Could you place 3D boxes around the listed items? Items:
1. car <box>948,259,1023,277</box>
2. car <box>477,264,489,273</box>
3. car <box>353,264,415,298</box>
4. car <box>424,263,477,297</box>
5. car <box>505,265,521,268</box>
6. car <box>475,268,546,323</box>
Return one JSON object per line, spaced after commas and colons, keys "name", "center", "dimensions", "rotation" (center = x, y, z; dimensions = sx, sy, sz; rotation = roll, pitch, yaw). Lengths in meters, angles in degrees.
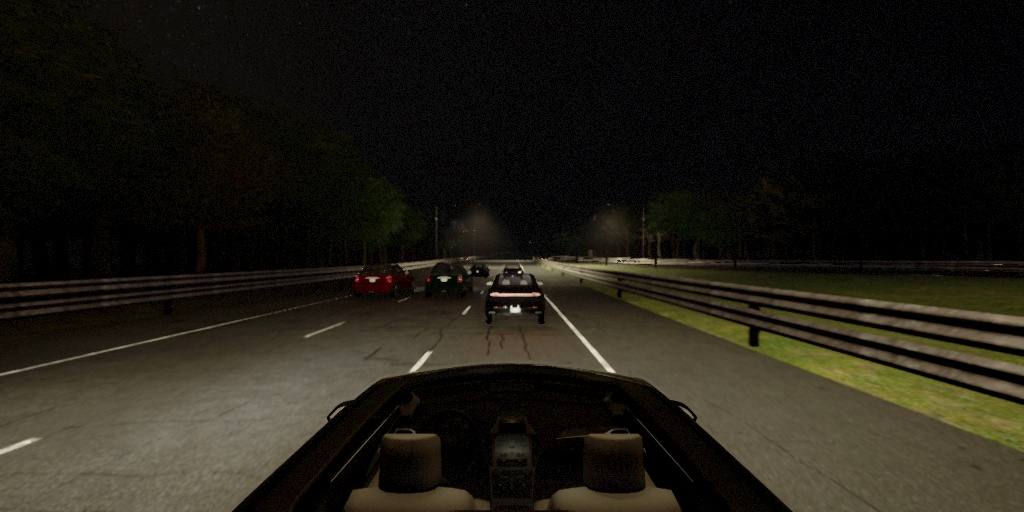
{"name": "car", "center": [41.498, 1.025, 31.020], "dimensions": [4.792, 1.488, 2.163], "rotation": [0, 0, 40]}
{"name": "car", "center": [-3.403, 1.492, 37.379], "dimensions": [1.994, 1.385, 4.181], "rotation": [0, 0, 0]}
{"name": "car", "center": [-6.902, 1.243, 19.847], "dimensions": [2.097, 1.767, 4.553], "rotation": [0, 0, 0]}
{"name": "car", "center": [-3.402, 1.245, 20.109], "dimensions": [2.097, 1.767, 4.553], "rotation": [0, 0, 0]}
{"name": "car", "center": [0.097, 1.534, 35.223], "dimensions": [1.895, 1.301, 4.718], "rotation": [0, 0, 0]}
{"name": "car", "center": [0.097, 1.327, 12.489], "dimensions": [2.128, 1.511, 4.902], "rotation": [0, 0, 0]}
